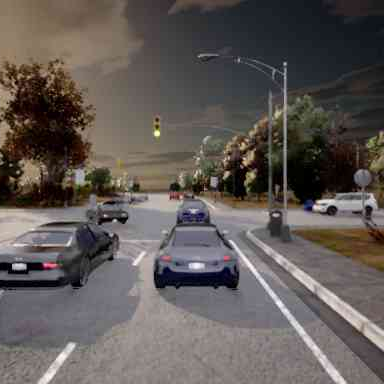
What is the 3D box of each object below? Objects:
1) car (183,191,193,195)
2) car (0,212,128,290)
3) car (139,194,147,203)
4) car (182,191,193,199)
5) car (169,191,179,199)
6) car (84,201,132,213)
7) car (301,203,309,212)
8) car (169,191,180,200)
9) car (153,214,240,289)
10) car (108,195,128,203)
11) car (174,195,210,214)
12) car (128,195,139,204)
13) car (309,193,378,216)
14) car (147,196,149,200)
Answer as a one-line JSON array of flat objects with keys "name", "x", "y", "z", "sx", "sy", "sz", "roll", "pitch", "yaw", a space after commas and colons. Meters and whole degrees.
[{"name": "car", "x": -0.523, "y": 1.114, "z": 77.512, "sx": 1.882, "sy": 1.535, "sz": 5.008, "roll": 0, "pitch": 1, "yaw": -4}, {"name": "car", "x": -3.408, "y": 1.521, "z": 9.113, "sx": 2.033, "sy": 1.411, "sz": 5.357, "roll": 0, "pitch": 0, "yaw": 0}, {"name": "car", "x": -10.609, "y": 1.346, "z": 64.903, "sx": 1.895, "sy": 1.301, "sz": 4.718, "roll": 0, "pitch": 0, "yaw": -1}, {"name": "car", "x": -1.258, "y": 0.759, "z": 87.474, "sx": 2.150, "sy": 2.045, "sz": 5.566, "roll": 0, "pitch": 1, "yaw": -7}, {"name": "car", "x": -4.770, "y": 0.758, "z": 87.359, "sx": 2.150, "sy": 2.045, "sz": 5.566, "roll": 0, "pitch": 1, "yaw": -7}, {"name": "car", "x": -6.100, "y": 1.525, "z": 23.148, "sx": 1.895, "sy": 1.301, "sz": 4.718, "roll": 0, "pitch": 0, "yaw": -31}, {"name": "car", "x": 13.926, "y": 1.363, "z": 34.508, "sx": 5.008, "sy": 1.535, "sz": 1.882, "roll": 0, "pitch": 0, "yaw": -3}, {"name": "car", "x": -3.975, "y": 0.869, "z": 76.614, "sx": 2.150, "sy": 2.045, "sz": 5.566, "roll": 0, "pitch": 1, "yaw": -3}, {"name": "car", "x": 0.095, "y": 1.538, "z": 9.092, "sx": 1.994, "sy": 1.385, "sz": 4.181, "roll": 0, "pitch": 0, "yaw": 0}, {"name": "car", "x": -10.618, "y": 1.446, "z": 45.844, "sx": 1.895, "sy": 1.301, "sz": 4.718, "roll": 0, "pitch": 0, "yaw": 0}, {"name": "car", "x": 0.092, "y": 1.276, "z": 22.989, "sx": 2.097, "sy": 1.767, "sz": 4.553, "roll": 0, "pitch": 0, "yaw": 0}, {"name": "car", "x": -10.599, "y": 1.299, "z": 54.946, "sx": 2.128, "sy": 1.511, "sz": 4.902, "roll": 0, "pitch": 0, "yaw": 0}, {"name": "car", "x": 14.281, "y": 1.119, "z": 31.025, "sx": 5.566, "sy": 2.045, "sz": 2.150, "roll": 0, "pitch": 0, "yaw": -3}, {"name": "car", "x": -10.921, "y": 1.178, "z": 75.182, "sx": 1.812, "sy": 1.442, "sz": 4.674, "roll": 0, "pitch": 1, "yaw": -2}]
